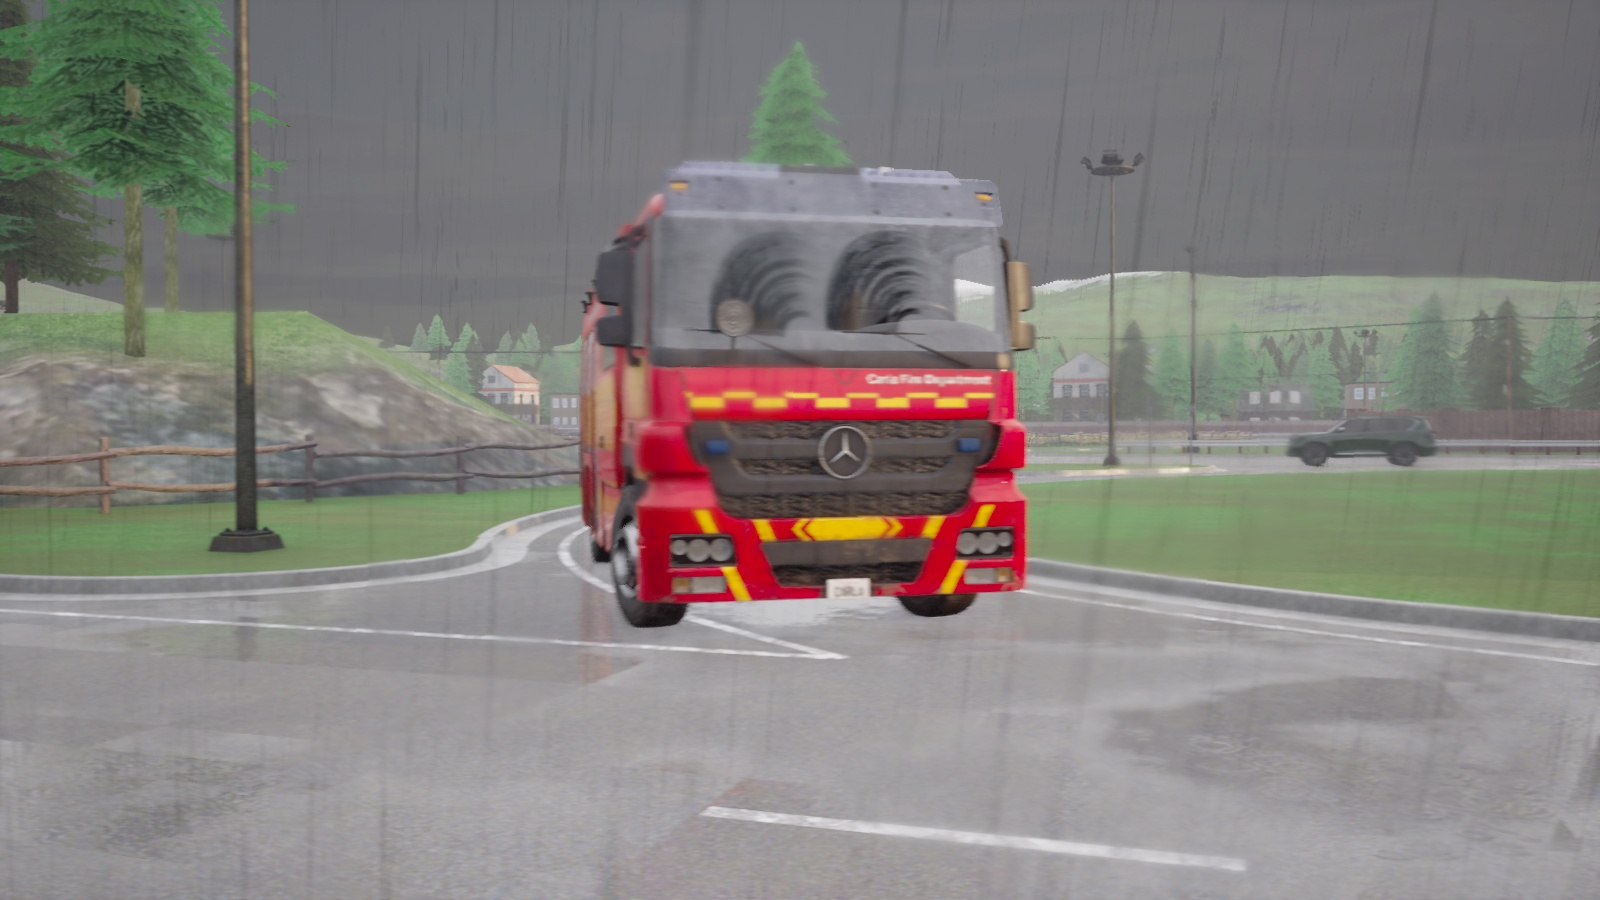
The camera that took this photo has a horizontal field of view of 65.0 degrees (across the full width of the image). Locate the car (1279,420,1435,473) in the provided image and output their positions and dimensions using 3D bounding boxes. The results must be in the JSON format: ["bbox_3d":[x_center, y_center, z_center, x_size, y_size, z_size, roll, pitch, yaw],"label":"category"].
[{"bbox_3d":[22.357,-0.181,50.699,5.566,2.045,2.150,1,1,18],"label":"car"}]

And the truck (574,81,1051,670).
[{"bbox_3d":[-0.605,-0.541,12.606,2.891,3.827,8.468,0,1,-13],"label":"truck"}]
